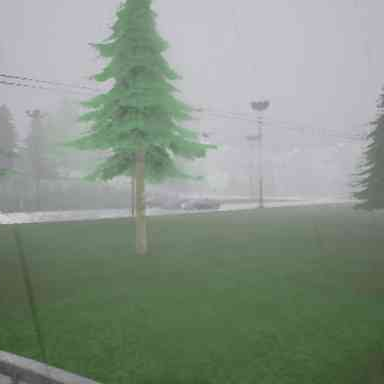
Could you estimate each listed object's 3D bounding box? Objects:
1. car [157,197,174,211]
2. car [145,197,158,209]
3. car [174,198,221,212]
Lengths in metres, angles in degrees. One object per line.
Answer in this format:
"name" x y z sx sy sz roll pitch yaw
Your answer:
"car" -1.377 1.457 38.369 4.181 1.385 1.994 -1 0 -35
"car" -5.039 1.423 44.347 4.892 1.490 1.837 -1 0 -35
"car" 0.941 1.364 36.244 4.902 1.511 2.128 -1 0 -38
